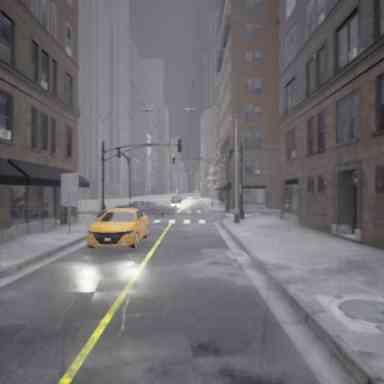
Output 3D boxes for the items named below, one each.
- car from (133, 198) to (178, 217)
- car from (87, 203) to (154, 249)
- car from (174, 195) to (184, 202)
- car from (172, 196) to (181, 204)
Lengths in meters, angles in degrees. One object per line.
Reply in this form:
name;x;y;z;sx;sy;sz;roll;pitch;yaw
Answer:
car;-4.195;1.533;29.924;5.357;1.411;2.033;0;0;0
car;-3.064;1.464;14.616;1.882;1.535;5.008;0;0;0
car;-3.010;1.438;79.092;2.128;1.511;4.902;0;0;0
car;-3.028;1.439;63.550;2.128;1.511;4.902;0;0;1
